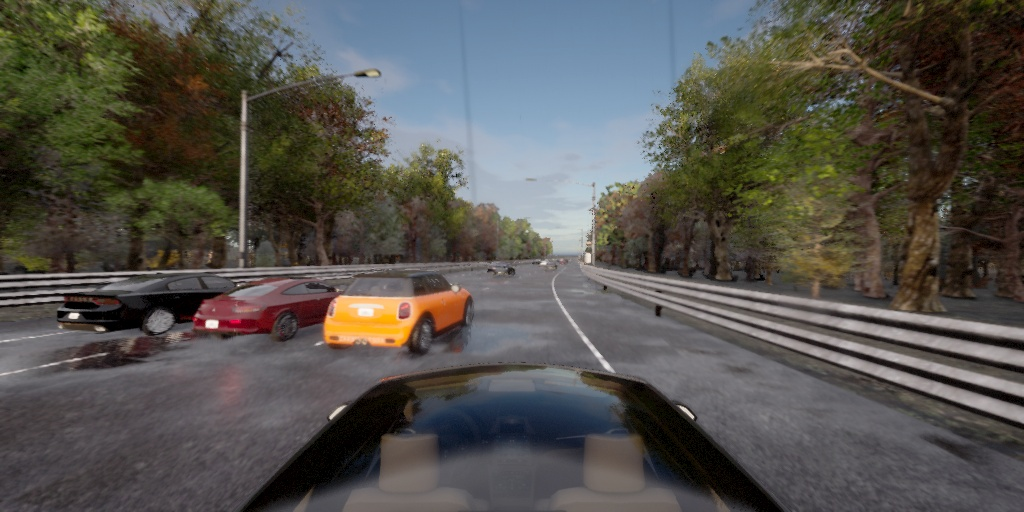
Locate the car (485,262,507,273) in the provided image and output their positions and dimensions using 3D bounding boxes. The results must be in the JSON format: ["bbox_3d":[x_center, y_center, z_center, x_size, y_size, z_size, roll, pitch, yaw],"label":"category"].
[{"bbox_3d":[-2.168,1.611,50.880,2.033,1.411,5.357,0,0,10],"label":"car"}]

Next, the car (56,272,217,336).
[{"bbox_3d":[-9.372,1.211,10.463,1.882,1.535,5.008,0,0,10],"label":"car"}]

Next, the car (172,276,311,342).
[{"bbox_3d":[-5.928,1.293,9.837,1.812,1.442,4.674,1,0,10],"label":"car"}]

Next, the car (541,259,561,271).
[{"bbox_3d":[6.481,1.686,59.500,2.128,1.511,4.902,0,0,10],"label":"car"}]

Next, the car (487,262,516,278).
[{"bbox_3d":[-0.826,1.491,38.456,2.128,1.511,4.902,0,0,10],"label":"car"}]

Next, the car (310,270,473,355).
[{"bbox_3d":[-2.499,1.144,9.142,2.097,1.767,4.553,0,0,10],"label":"car"}]
